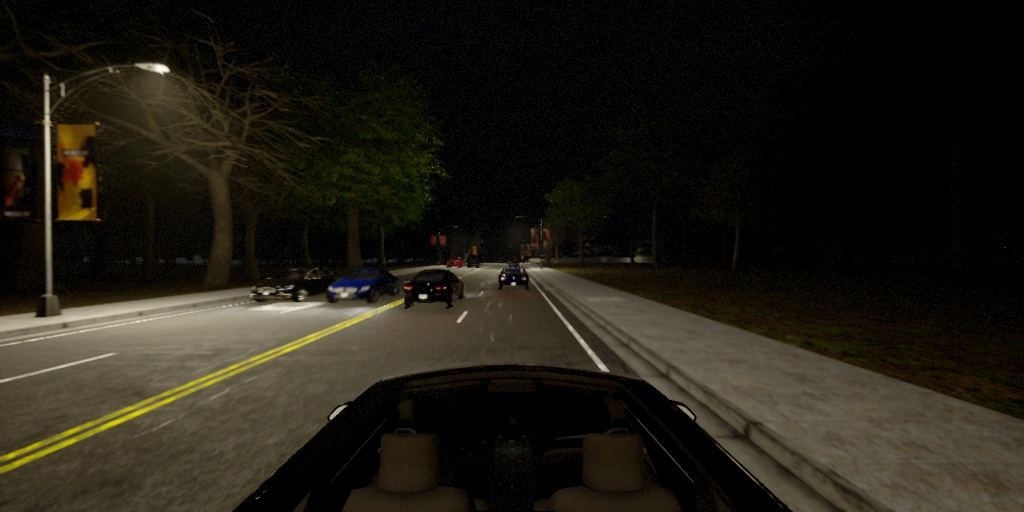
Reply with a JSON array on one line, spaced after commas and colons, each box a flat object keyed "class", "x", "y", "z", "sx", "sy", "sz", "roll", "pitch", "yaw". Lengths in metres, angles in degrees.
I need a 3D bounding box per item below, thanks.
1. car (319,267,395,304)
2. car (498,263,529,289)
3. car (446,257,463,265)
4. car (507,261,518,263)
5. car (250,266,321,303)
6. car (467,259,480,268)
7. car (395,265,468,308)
[{"class": "car", "x": -6.601, "y": 1.276, "z": 16.437, "sx": 1.812, "sy": 1.442, "sz": 4.674, "roll": 0, "pitch": 0, "yaw": 0}, {"class": "car", "x": 0.097, "y": 1.355, "z": 23.196, "sx": 1.895, "sy": 1.301, "sz": 4.718, "roll": 0, "pitch": 0, "yaw": 0}, {"class": "car", "x": -9.760, "y": 1.162, "z": 61.329, "sx": 2.150, "sy": 2.045, "sz": 5.566, "roll": 0, "pitch": 0, "yaw": 0}, {"class": "car", "x": 0.093, "y": 1.332, "z": 43.315, "sx": 2.033, "sy": 1.411, "sz": 5.357, "roll": 0, "pitch": 0, "yaw": 0}, {"class": "car", "x": -9.851, "y": 1.255, "z": 16.776, "sx": 1.837, "sy": 1.490, "sz": 4.892, "roll": 0, "pitch": 0, "yaw": 0}, {"class": "car", "x": -6.510, "y": 1.343, "z": 61.360, "sx": 1.882, "sy": 1.535, "sz": 5.008, "roll": 0, "pitch": 0, "yaw": 0}, {"class": "car", "x": -3.152, "y": 1.276, "z": 15.021, "sx": 1.812, "sy": 1.442, "sz": 4.674, "roll": 0, "pitch": 0, "yaw": 0}]
